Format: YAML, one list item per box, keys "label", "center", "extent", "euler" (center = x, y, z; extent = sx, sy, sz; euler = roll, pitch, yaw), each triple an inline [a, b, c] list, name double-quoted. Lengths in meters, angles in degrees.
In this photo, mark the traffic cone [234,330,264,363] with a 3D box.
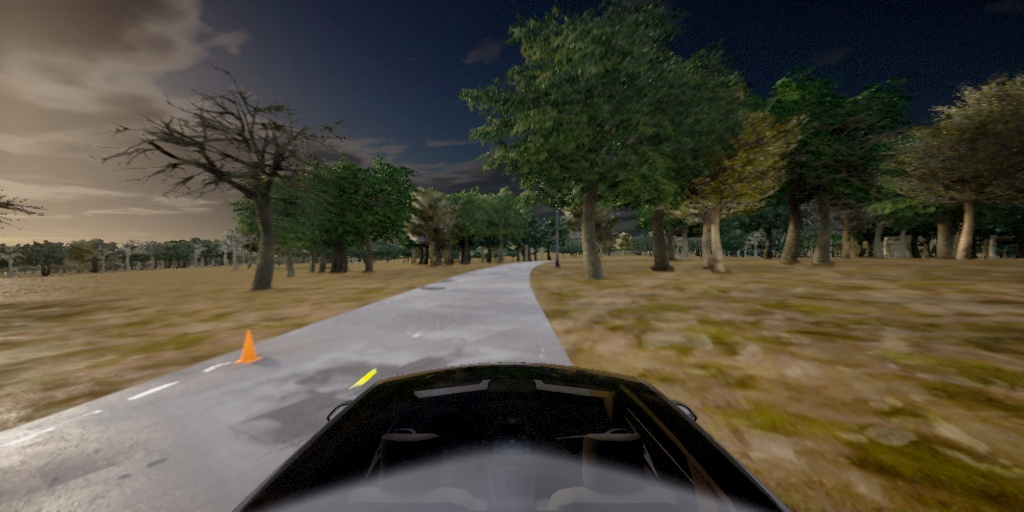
- label: "traffic cone"
  center: [-5.096, 1.730, 6.948]
  extent: [0.340, 0.580, 0.340]
  euler: [0, 0, 0]
